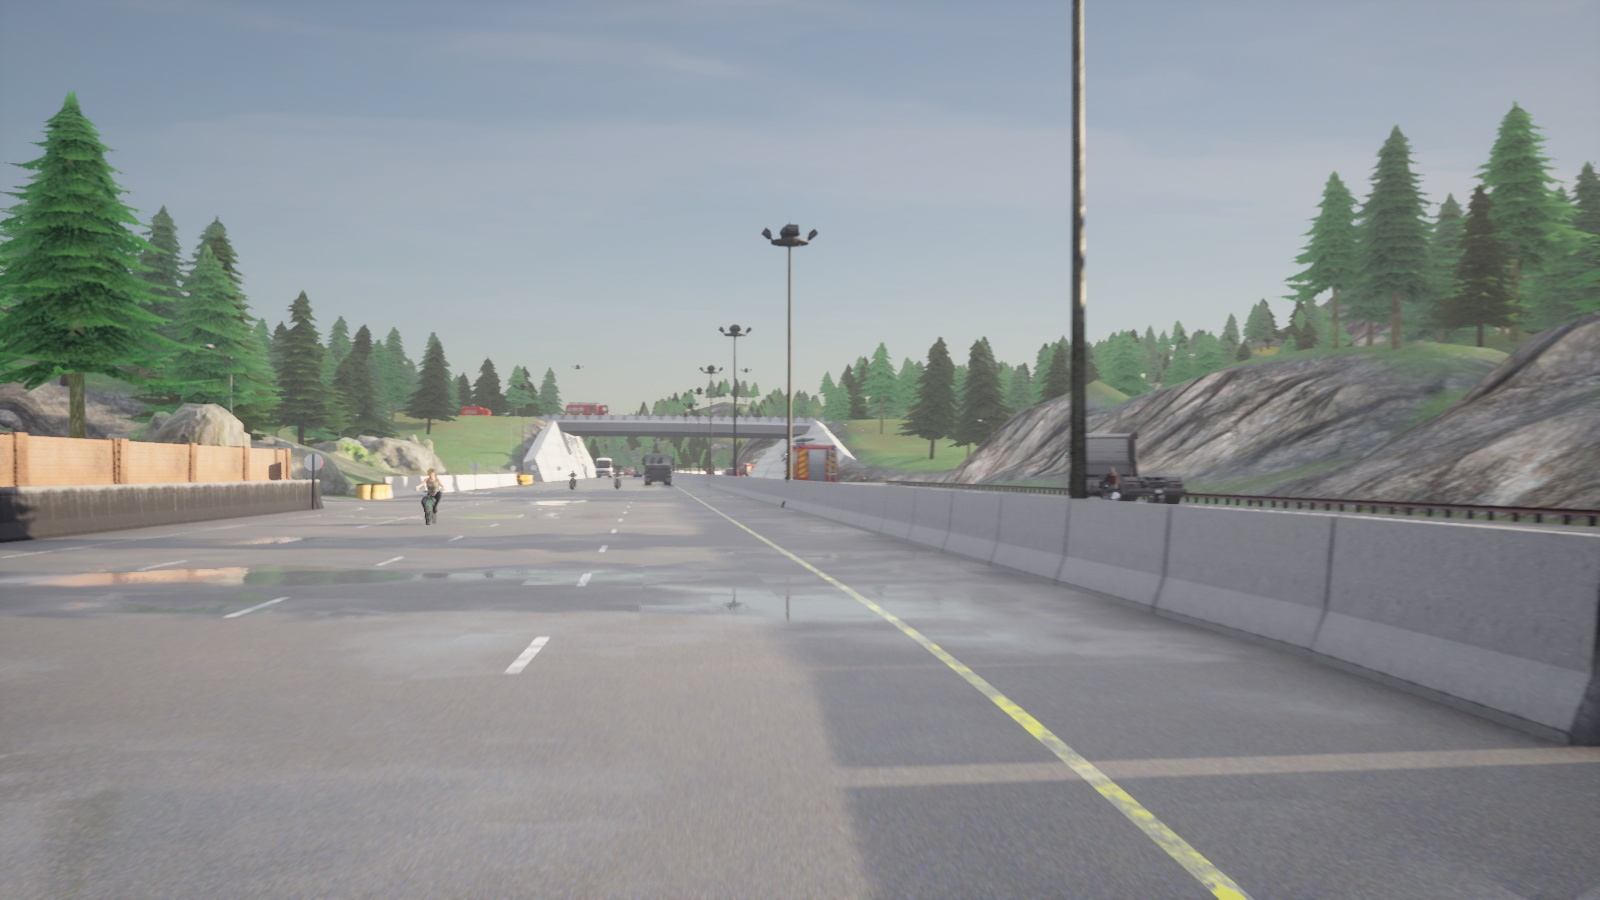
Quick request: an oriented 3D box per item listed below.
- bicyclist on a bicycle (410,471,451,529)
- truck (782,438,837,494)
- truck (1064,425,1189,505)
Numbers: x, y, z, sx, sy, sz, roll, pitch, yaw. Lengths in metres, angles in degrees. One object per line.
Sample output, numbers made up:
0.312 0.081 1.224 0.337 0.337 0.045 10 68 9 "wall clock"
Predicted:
-10.492 1.413 35.704 0.866 1.612 1.509 0 -1 -7 "bicyclist on a bicycle"
0.583 1.147 90.346 2.891 3.827 8.468 0 -1 -7 "truck"
14.990 0.704 58.385 2.891 3.462 7.936 0 -1 -7 "truck"
